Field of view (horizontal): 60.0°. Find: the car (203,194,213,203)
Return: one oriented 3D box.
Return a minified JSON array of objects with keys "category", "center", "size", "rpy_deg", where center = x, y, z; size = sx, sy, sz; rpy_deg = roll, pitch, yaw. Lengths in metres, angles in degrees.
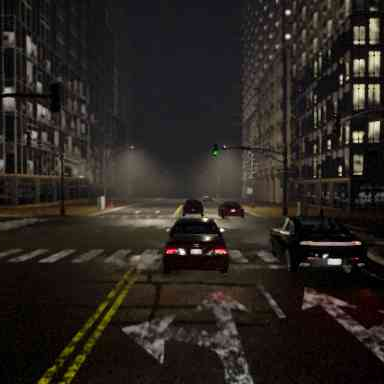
[{"category":"car","center":[3.248,1.509,67.387],"size":[1.895,1.301,4.718],"rpy_deg":[0,0,0]}]

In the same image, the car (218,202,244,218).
[{"category":"car","center":[3.356,1.519,29.179],"size":[1.994,1.385,4.181],"rpy_deg":[0,0,0]}]

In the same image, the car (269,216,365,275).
[{"category":"car","center":[3.630,1.494,10.455],"size":[2.128,1.511,4.902],"rpy_deg":[-1,-1,4]}]

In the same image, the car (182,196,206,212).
[{"category":"car","center":[0.104,1.442,31.888],"size":[1.882,1.535,5.008],"rpy_deg":[0,0,0]}]

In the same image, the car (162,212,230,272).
[{"category":"car","center":[0.102,1.560,10.717],"size":[2.033,1.411,5.357],"rpy_deg":[0,-1,0]}]

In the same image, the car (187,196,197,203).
[{"category":"car","center":[-0.002,1.504,68.737],"size":[1.895,1.301,4.718],"rpy_deg":[0,0,0]}]

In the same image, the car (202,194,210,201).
[{"category":"car","center":[3.248,1.245,77.359],"size":[1.812,1.442,4.674],"rpy_deg":[0,0,0]}]
